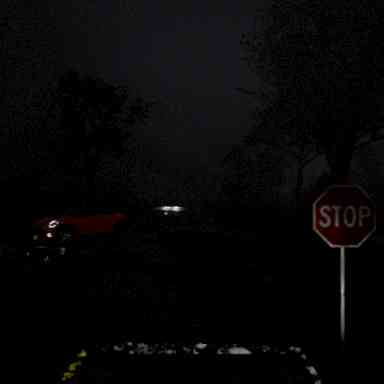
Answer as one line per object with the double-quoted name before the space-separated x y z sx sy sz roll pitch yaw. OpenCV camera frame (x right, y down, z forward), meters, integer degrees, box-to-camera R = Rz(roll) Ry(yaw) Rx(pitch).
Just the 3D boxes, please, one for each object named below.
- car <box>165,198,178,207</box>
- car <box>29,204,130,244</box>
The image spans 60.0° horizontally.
"car" -3.149 1.524 51.307 1.895 1.301 4.718 0 0 0
"car" -5.262 1.379 15.959 2.097 1.767 4.553 -2 -2 39
